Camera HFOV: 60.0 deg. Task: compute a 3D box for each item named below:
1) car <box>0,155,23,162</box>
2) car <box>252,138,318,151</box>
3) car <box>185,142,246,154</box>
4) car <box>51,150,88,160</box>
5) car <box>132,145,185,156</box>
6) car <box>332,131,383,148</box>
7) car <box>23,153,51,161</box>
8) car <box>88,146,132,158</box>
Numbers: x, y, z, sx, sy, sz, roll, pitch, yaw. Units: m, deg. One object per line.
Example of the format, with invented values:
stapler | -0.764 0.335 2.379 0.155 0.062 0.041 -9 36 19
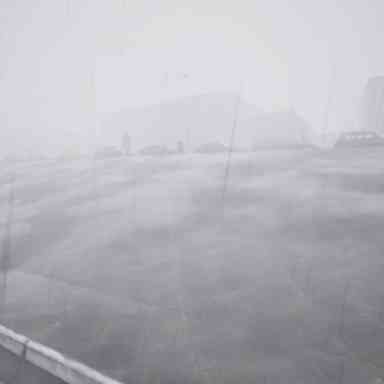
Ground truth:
car | -21.788 -3.960 41.944 4.892 1.521 2.231 1 1 34
car | 7.021 -3.353 25.318 4.892 1.521 2.231 1 1 27
car | 2.188 -3.415 27.774 4.674 1.452 2.002 1 1 28
car | -12.427 -3.762 35.991 5.008 1.535 2.097 1 1 32
car | -2.677 -3.526 30.379 4.792 1.488 2.163 1 1 29
car | 12.103 -3.356 22.877 4.553 1.767 2.185 1 1 26
car | -17.140 -3.824 38.918 4.674 1.452 2.002 1 1 33
car | -7.671 -3.786 33.177 4.553 1.767 2.185 1 1 31
